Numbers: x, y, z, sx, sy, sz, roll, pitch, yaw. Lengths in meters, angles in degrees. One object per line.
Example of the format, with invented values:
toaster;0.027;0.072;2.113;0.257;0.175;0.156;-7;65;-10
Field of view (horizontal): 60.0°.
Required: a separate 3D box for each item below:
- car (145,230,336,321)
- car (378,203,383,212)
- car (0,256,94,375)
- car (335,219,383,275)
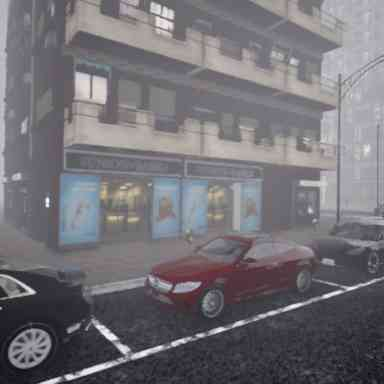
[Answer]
car;1.043;1.578;7.244;4.206;1.307;1.802;0;1;-35
car;22.211;1.461;35.653;1.967;1.590;4.097;1;-1;-35
car;-3.469;1.552;4.027;4.403;1.369;2.008;0;1;-35
car;5.554;1.556;10.459;4.313;1.339;1.947;0;1;-35
